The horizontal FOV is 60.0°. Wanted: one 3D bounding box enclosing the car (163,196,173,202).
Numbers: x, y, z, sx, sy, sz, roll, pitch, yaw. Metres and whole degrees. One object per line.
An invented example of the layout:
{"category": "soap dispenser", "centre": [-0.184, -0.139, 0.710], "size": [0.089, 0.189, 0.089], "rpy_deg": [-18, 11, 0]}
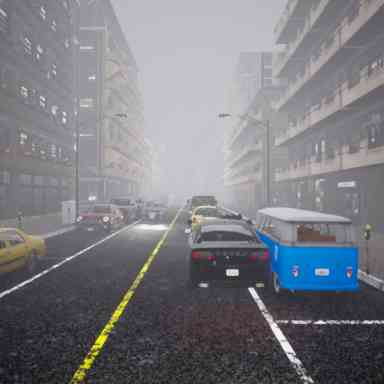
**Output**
{"category": "car", "centre": [-5.364, 1.554, 74.976], "size": [2.008, 1.369, 4.403], "rpy_deg": [1, 0, 0]}

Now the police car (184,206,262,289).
{"category": "police car", "centre": [0.819, 1.427, 9.323], "size": [1.930, 1.638, 5.238], "rpy_deg": [0, 0, 0]}

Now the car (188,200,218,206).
{"category": "car", "centre": [0.811, 1.458, 19.404], "size": [1.801, 1.575, 5.366], "rpy_deg": [0, 0, 0]}

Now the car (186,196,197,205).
{"category": "car", "centre": [-0.045, 1.482, 59.319], "size": [1.882, 1.535, 5.008], "rpy_deg": [0, 0, 0]}

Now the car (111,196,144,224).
{"category": "car", "centre": [-5.322, 1.318, 25.035], "size": [2.192, 1.841, 5.009], "rpy_deg": [1, 0, 0]}

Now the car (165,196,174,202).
{"category": "car", "centre": [-5.368, 1.568, 80.525], "size": [1.947, 1.339, 4.313], "rpy_deg": [1, 0, 0]}

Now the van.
{"category": "van", "centre": [2.571, 1.342, 8.414], "size": [1.690, 1.788, 3.998], "rpy_deg": [1, 0, 0]}

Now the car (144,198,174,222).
{"category": "car", "centre": [-2.869, 1.495, 26.452], "size": [2.128, 1.511, 4.902], "rpy_deg": [0, 0, 0]}

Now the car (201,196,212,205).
{"category": "car", "centre": [2.530, 1.530, 58.526], "size": [1.752, 1.417, 4.829], "rpy_deg": [1, 0, 0]}

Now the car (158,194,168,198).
{"category": "car", "centre": [-5.346, 1.530, 52.610], "size": [1.752, 1.417, 4.829], "rpy_deg": [1, 0, 0]}

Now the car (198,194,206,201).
{"category": "car", "centre": [2.509, 1.442, 86.101], "size": [1.967, 1.590, 4.097], "rpy_deg": [1, 0, 0]}

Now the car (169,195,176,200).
{"category": "car", "centre": [-5.377, 1.583, 91.623], "size": [1.802, 1.307, 4.206], "rpy_deg": [1, 0, 0]}

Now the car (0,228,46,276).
{"category": "car", "centre": [-5.311, 1.527, 8.218], "size": [1.752, 1.417, 4.829], "rpy_deg": [1, 0, 0]}

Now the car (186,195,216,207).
{"category": "car", "centre": [0.806, 1.228, 25.245], "size": [2.150, 2.045, 5.566], "rpy_deg": [0, 0, 0]}

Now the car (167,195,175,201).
{"category": "car", "centre": [-5.373, 1.584, 86.074], "size": [1.802, 1.307, 4.206], "rpy_deg": [1, 0, 0]}

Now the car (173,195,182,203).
{"category": "car", "centre": [-2.802, 1.529, 67.973], "size": [1.812, 1.442, 4.674], "rpy_deg": [0, 0, 0]}

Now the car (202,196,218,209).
{"category": "car", "centre": [2.539, 1.445, 47.258], "size": [1.967, 1.590, 4.097], "rpy_deg": [1, 0, 0]}

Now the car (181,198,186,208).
{"category": "car", "centre": [-0.021, 1.552, 45.789], "size": [2.033, 1.411, 5.357], "rpy_deg": [0, 0, 0]}

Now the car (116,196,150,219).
{"category": "car", "centre": [-5.326, 1.319, 30.584], "size": [2.192, 1.841, 5.009], "rpy_deg": [1, 0, 0]}

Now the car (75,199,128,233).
{"category": "car", "centre": [-5.319, 1.443, 19.486], "size": [1.967, 1.590, 4.097], "rpy_deg": [1, 0, 0]}

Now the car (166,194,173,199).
{"category": "car", "centre": [-5.352, 1.319, 63.878], "size": [2.192, 1.841, 5.009], "rpy_deg": [1, 0, 0]}
